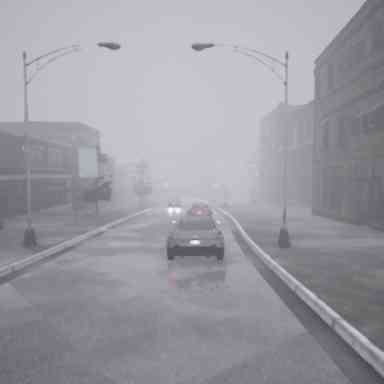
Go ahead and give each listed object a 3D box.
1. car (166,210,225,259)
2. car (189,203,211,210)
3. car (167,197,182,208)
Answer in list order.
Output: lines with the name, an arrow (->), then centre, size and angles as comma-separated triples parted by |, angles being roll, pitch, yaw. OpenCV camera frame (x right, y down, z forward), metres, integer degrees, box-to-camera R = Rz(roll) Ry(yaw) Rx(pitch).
car -> 0.158, 1.580, 12.620 | 1.994, 1.385, 4.181 | 0, 0, 1
car -> 0.664, 1.601, 27.710 | 1.994, 1.385, 4.181 | 0, 0, 2
car -> -2.624, 1.556, 50.450 | 2.128, 1.511, 4.902 | 0, 0, 1
